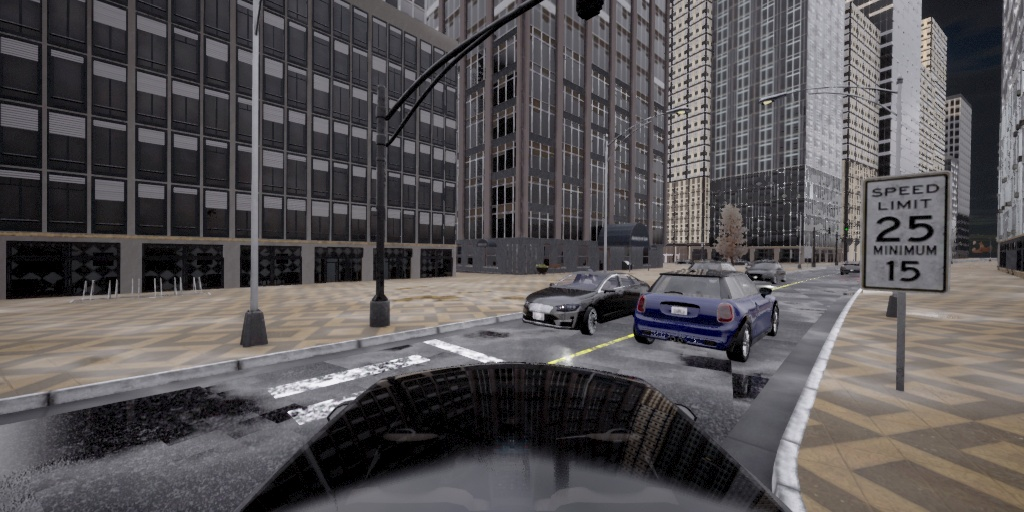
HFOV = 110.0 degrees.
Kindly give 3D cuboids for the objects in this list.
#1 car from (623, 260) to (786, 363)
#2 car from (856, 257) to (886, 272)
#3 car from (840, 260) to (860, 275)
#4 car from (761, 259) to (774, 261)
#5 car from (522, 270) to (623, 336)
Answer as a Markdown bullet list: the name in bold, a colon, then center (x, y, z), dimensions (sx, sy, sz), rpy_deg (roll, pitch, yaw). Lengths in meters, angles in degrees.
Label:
- **car**: center (4.773, 1.089, 8.537), dimensions (2.097, 1.767, 4.553), rpy_deg (1, 1, 45)
- **car**: center (44.277, 1.010, 44.183), dimensions (4.553, 1.767, 2.097), rpy_deg (0, 1, -39)
- **car**: center (34.486, 1.172, 36.012), dimensions (4.902, 1.511, 2.128), rpy_deg (0, 1, -41)
- **car**: center (18.126, 1.172, 25.694), dimensions (4.892, 1.490, 1.837), rpy_deg (0, 1, -42)
- **car**: center (2.353, 1.189, 10.431), dimensions (2.128, 1.511, 4.902), rpy_deg (1, 1, 44)
